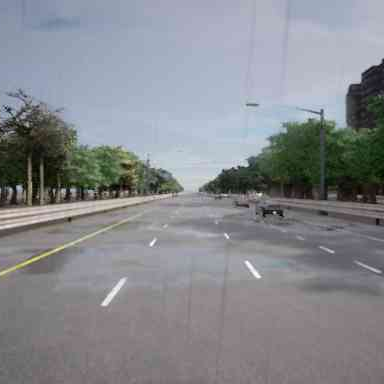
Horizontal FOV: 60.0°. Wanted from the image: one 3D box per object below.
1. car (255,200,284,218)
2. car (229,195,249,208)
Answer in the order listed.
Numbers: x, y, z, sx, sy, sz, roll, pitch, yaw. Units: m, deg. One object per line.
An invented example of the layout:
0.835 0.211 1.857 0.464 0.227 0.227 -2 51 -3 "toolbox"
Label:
7.049 1.508 30.695 1.837 1.490 4.892 0 0 0 "car"
7.095 1.549 48.339 2.033 1.411 5.357 0 0 0 "car"
